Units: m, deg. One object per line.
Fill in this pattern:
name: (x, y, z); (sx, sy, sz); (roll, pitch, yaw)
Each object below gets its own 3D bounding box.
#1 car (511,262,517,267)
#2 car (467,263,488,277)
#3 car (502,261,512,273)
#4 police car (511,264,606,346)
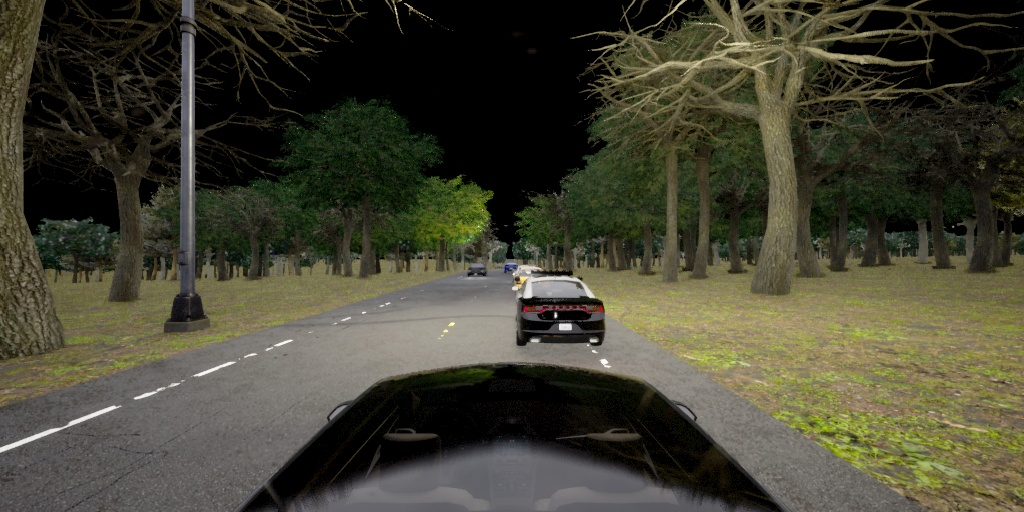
car: (1.015, 1.255, 19.659); (1.801, 1.575, 5.366); (0, 0, 0)
car: (-3.572, 1.454, 37.783); (2.033, 1.411, 5.357); (0, 0, 0)
car: (-0.066, 1.508, 48.892); (1.882, 1.535, 5.008); (0, -1, 0)
police car: (1.036, 1.185, 9.576); (1.930, 1.638, 5.238); (0, 0, 0)
